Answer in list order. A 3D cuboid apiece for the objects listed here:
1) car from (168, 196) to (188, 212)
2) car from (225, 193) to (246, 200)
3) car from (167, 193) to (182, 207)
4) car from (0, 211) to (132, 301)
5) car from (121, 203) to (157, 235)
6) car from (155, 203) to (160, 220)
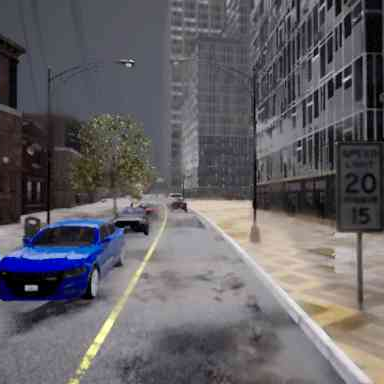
[{"bbox_3d":[-1.538,1.495,38.173,1.837,1.490,4.892,0,0,-5],"label":"car"},{"bbox_3d":[10.227,1.171,78.627,5.009,1.841,2.192,0,-1,12],"label":"car"},{"bbox_3d":[-2.468,1.208,48.624,2.150,2.045,5.566,0,0,-6],"label":"car"},{"bbox_3d":[-2.979,1.477,8.567,1.882,1.535,5.008,0,0,-1],"label":"car"},{"bbox_3d":[-3.265,1.560,18.503,1.994,1.385,4.181,0,0,-2],"label":"car"},{"bbox_3d":[-3.739,1.594,28.409,1.895,1.301,4.718,0,0,-3],"label":"car"}]
